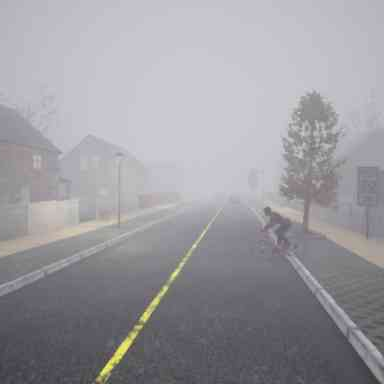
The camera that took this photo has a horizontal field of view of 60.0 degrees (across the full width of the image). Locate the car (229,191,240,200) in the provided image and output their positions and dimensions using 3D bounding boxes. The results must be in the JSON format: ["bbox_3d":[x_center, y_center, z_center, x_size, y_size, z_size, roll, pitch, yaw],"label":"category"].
[{"bbox_3d":[8.469,0.655,66.641,2.128,1.511,4.902,0,1,7],"label":"car"}]

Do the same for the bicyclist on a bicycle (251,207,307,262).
[{"bbox_3d":[2.529,1.246,9.959,1.656,1.620,0.582,-9,0,7],"label":"bicyclist on a bicycle"}]

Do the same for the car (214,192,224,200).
[{"bbox_3d":[5.224,0.713,63.056,1.882,1.535,5.008,0,1,7],"label":"car"}]

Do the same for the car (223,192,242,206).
[{"bbox_3d":[5.426,1.021,42.415,2.033,1.411,5.357,0,1,7],"label":"car"}]
